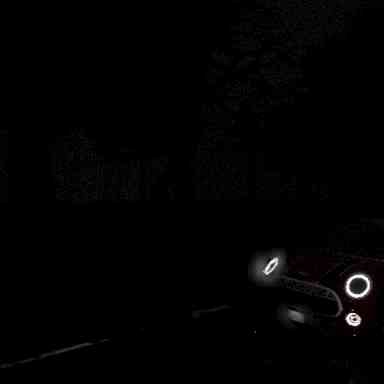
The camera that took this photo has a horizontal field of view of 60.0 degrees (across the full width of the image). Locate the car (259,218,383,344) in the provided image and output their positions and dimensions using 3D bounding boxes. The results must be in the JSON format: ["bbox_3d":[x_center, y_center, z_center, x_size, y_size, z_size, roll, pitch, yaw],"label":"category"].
[{"bbox_3d":[3.430,1.352,6.552,4.553,1.767,2.097,0,0,-37],"label":"car"}]
